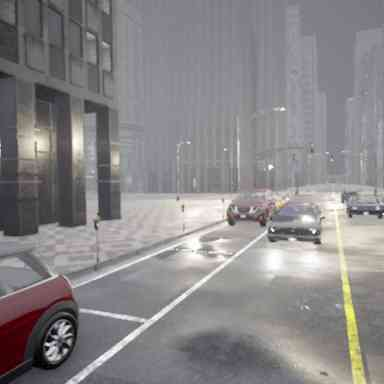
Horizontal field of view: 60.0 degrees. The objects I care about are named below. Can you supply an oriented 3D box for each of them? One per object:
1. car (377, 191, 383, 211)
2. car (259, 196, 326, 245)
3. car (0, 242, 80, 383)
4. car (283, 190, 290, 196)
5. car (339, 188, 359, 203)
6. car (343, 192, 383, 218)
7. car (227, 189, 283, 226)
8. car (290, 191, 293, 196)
[{"bbox_3d":[15.668,0.679,25.554,2.008,1.369,4.403,0,2,23],"label":"car"},{"bbox_3d":[4.410,1.133,13.631,2.033,1.411,5.357,0,2,23],"label":"car"},{"bbox_3d":[-3.041,1.400,3.041,1.967,1.590,4.097,0,2,23],"label":"car"},{"bbox_3d":[5.573,0.842,23.537,1.752,1.417,4.829,0,2,23],"label":"car"},{"bbox_3d":[16.926,0.382,35.471,1.837,1.490,4.892,0,2,23],"label":"car"},{"bbox_3d":[11.018,0.898,21.421,1.895,1.301,4.718,0,2,23],"label":"car"},{"bbox_3d":[3.465,0.789,18.526,2.192,1.841,5.009,0,2,23],"label":"car"},{"bbox_3d":[7.807,0.590,28.854,1.967,1.590,4.097,0,2,23],"label":"car"}]
